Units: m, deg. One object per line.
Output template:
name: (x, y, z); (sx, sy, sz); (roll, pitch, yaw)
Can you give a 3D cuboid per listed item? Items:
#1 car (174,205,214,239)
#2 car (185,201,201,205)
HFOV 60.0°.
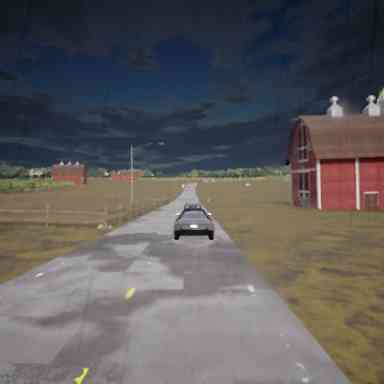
car: (0.097, 1.584, 17.623); (1.994, 1.385, 4.181); (0, 0, 0)
car: (0.089, 1.657, 37.774); (1.895, 1.301, 4.718); (0, 0, 0)
